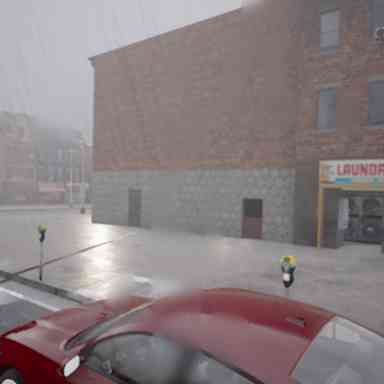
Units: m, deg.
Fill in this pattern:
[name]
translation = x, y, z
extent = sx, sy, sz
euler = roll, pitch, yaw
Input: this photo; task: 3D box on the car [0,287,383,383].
[car]
translation = 0.105, 1.524, 2.725
extent = 4.507, 1.381, 1.887
euler = 1, 1, 36
